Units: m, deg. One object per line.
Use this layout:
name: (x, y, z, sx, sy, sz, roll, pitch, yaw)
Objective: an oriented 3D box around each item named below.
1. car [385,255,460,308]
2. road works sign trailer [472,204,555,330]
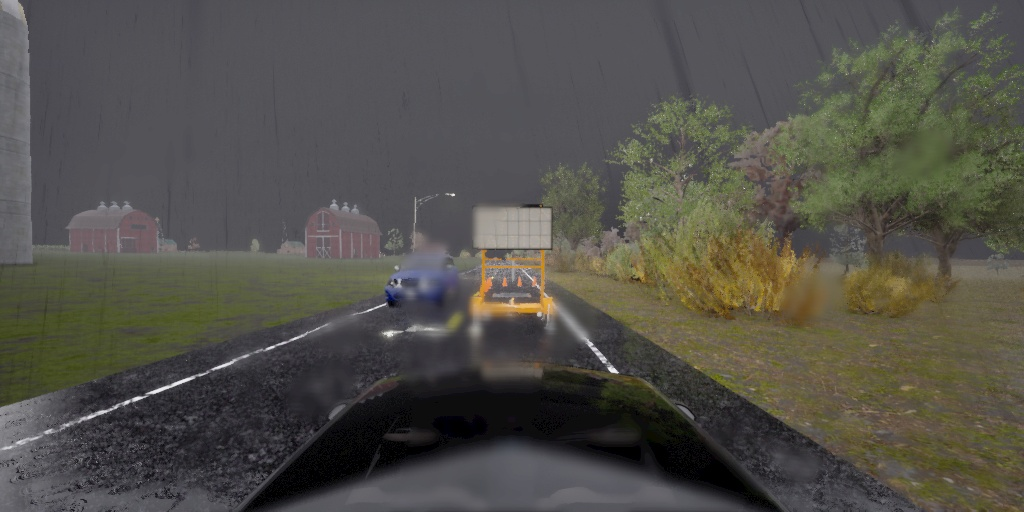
car: (-3.587, 0.969, 15.443, 2.150, 2.045, 5.566, 0, 0, 0)
road works sign trailer: (0.038, 0.212, 11.107, 2.380, 3.560, 2.880, 0, 0, 0)
